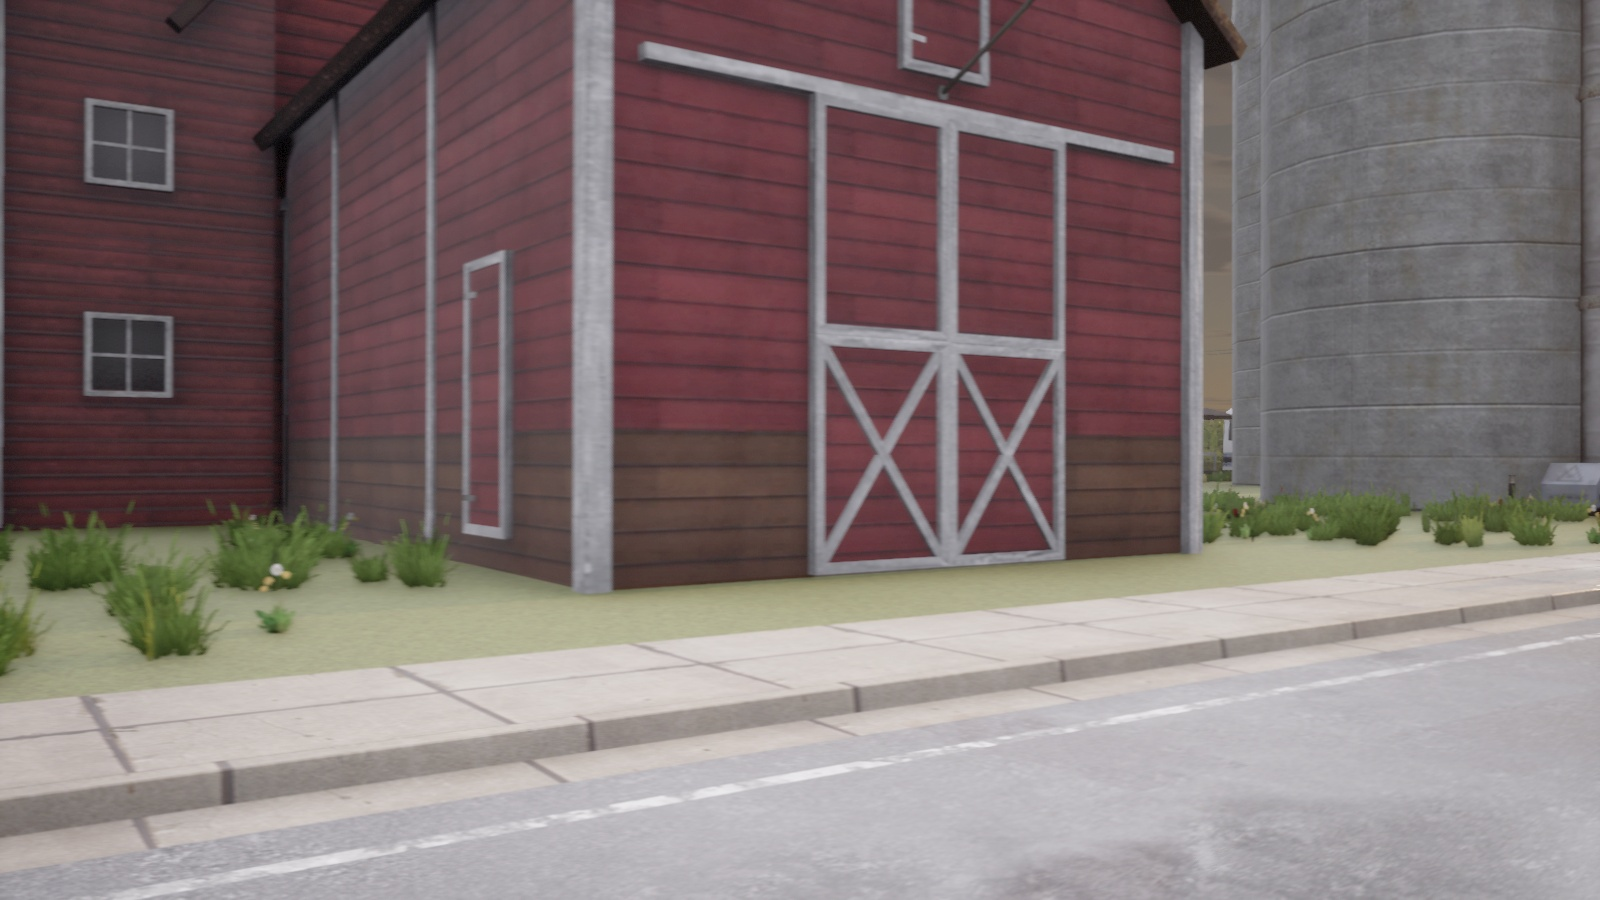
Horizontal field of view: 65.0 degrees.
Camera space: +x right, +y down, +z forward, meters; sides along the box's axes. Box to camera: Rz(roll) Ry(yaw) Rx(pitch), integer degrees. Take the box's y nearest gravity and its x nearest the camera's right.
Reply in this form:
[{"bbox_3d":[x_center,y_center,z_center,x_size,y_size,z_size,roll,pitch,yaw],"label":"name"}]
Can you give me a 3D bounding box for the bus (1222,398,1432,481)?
[{"bbox_3d":[29.096,-0.522,69.929,3.944,4.253,10.273,0,0,-34],"label":"bus"}]
